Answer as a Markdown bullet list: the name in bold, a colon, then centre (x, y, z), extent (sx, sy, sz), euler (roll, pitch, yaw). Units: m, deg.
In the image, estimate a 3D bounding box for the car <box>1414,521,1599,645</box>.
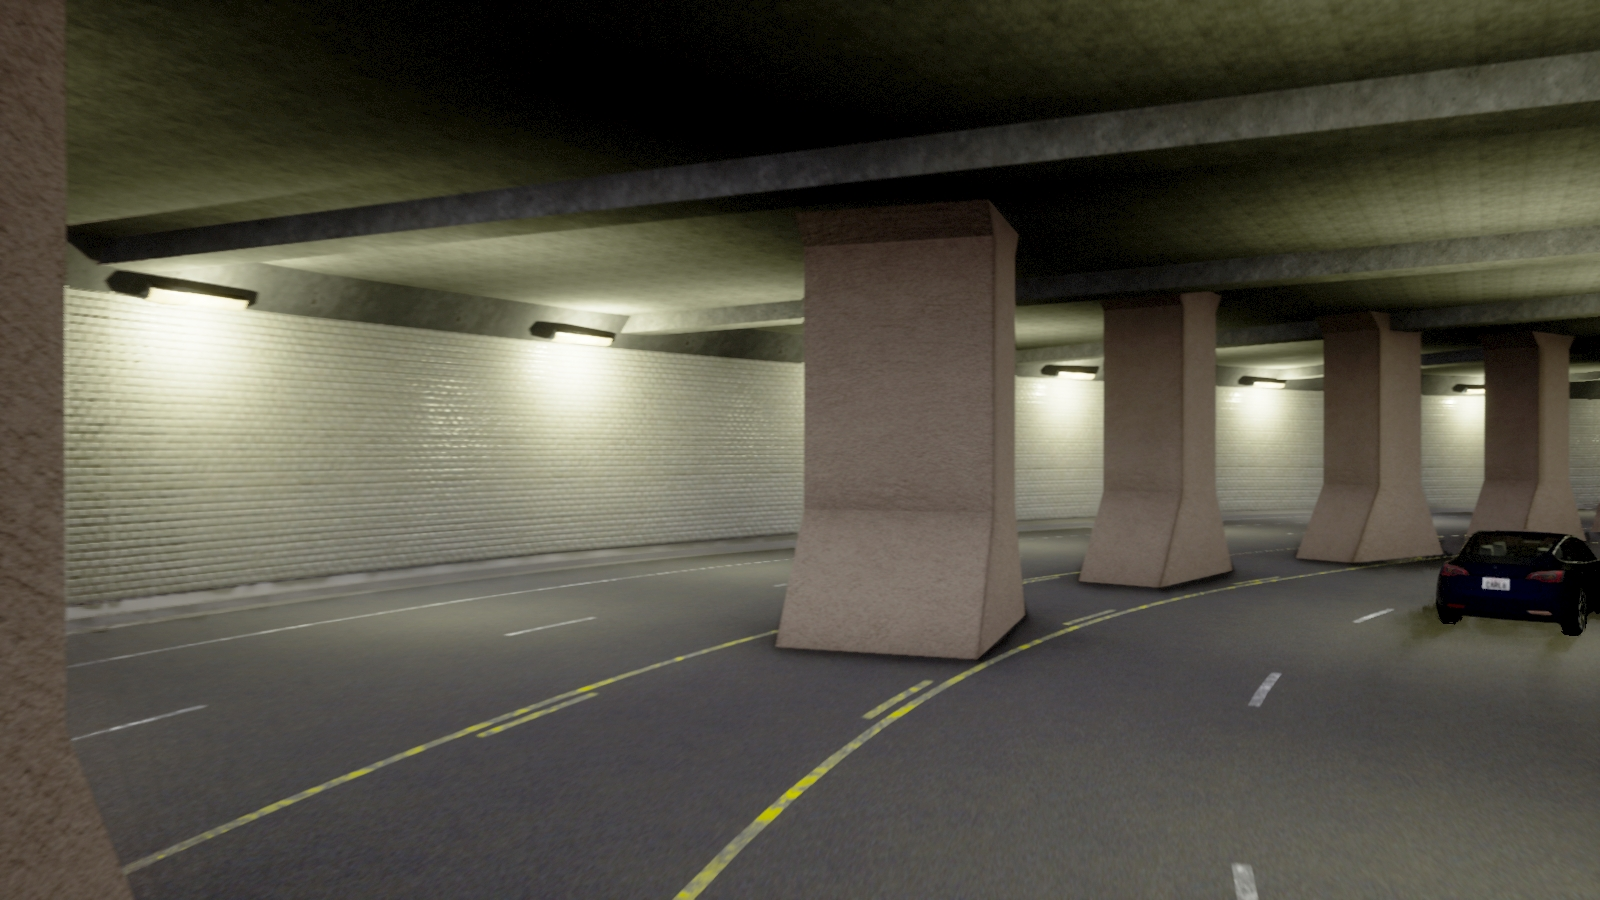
- **car**: centre (12.096, 2.072, 19.016), extent (2.163, 1.488, 4.792), euler (0, 0, 43)
